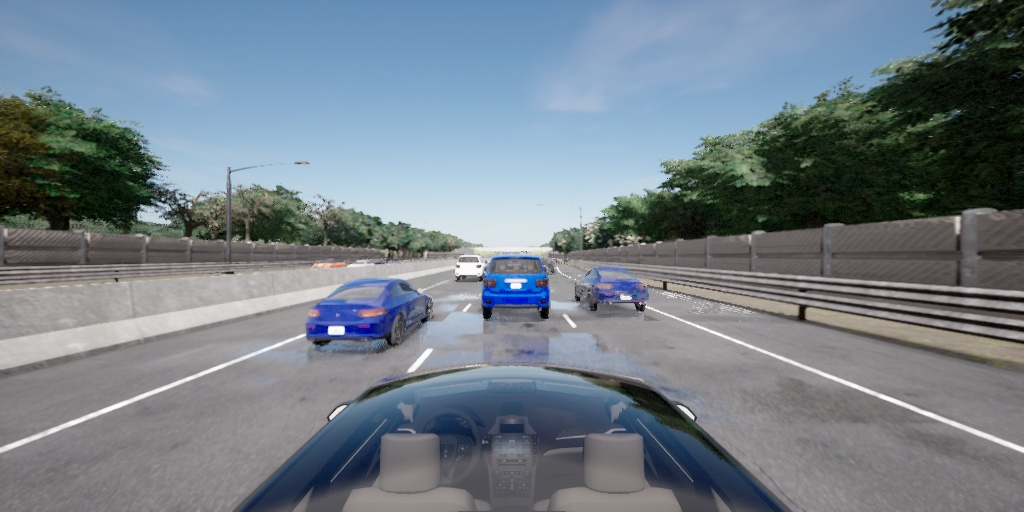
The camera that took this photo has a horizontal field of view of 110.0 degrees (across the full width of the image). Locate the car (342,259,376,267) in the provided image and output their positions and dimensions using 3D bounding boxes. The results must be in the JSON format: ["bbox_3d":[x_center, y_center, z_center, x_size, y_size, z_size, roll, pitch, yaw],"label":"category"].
[{"bbox_3d":[-17.404,1.259,41.570,1.812,1.442,4.674,0,0,1],"label":"car"}]

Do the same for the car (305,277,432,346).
[{"bbox_3d":[-3.388,1.272,9.229,1.812,1.442,4.674,0,0,0],"label":"car"}]

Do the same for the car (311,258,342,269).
[{"bbox_3d":[-20.906,1.084,41.088,2.097,1.767,4.553,0,0,1],"label":"car"}]

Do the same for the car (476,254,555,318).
[{"bbox_3d":[0.121,0.966,13.174,2.150,2.045,5.566,0,0,0],"label":"car"}]

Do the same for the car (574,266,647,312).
[{"bbox_3d":[3.520,1.099,13.374,1.812,1.442,4.674,0,0,0],"label":"car"}]

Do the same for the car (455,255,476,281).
[{"bbox_3d":[-3.303,0.960,29.817,2.150,2.045,5.566,0,0,0],"label":"car"}]

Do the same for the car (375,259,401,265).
[{"bbox_3d":[-13.898,1.298,41.960,1.994,1.385,4.181,0,0,1],"label":"car"}]
